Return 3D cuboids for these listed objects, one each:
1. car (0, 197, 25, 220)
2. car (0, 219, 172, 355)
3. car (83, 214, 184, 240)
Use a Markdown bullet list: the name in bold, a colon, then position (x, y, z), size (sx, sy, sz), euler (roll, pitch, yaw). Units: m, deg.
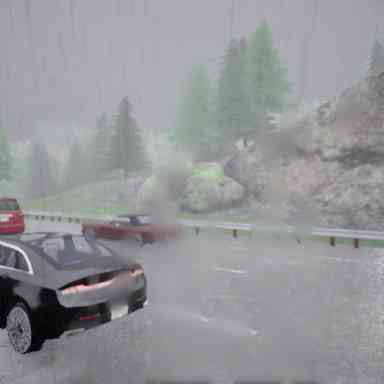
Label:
- **car**: position (-9.948, 1.234, 15.396), size (5.566, 2.045, 2.150), euler (0, 0, 36)
- **car**: position (-2.998, 1.496, 6.126), size (4.902, 1.511, 2.128), euler (0, 0, 36)
- **car**: position (-2.741, 1.608, 14.543), size (4.718, 1.301, 1.895), euler (0, 0, 35)
